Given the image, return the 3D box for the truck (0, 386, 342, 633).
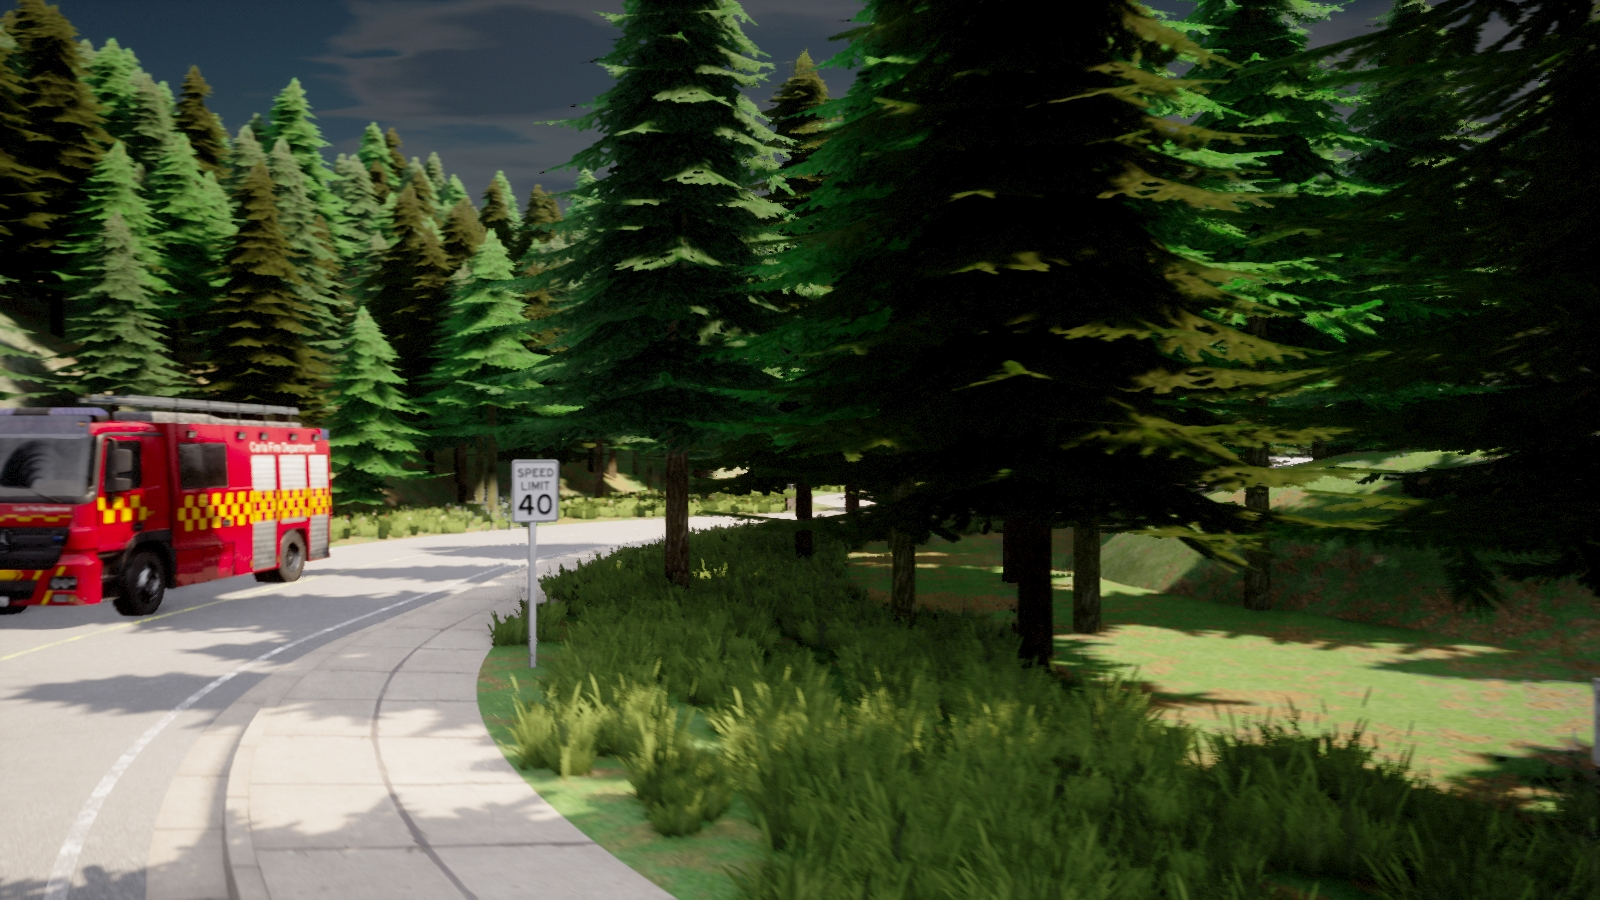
[{"bbox_3d":[-12.177,0.924,22.024,2.891,3.827,8.468,0,0,3],"label":"truck"}]
